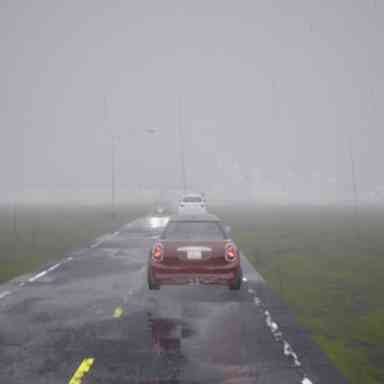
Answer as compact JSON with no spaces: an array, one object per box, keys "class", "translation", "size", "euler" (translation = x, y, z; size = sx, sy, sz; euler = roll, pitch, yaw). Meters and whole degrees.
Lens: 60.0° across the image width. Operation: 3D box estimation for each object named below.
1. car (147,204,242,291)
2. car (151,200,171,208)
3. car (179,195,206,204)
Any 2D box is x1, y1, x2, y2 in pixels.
[{"class":"car","translation":[0.056,1.370,9.229],"size":[2.097,1.767,4.553],"euler":[0,0,0]},{"class":"car","translation":[-2.932,1.559,33.152],"size":[2.128,1.511,4.902],"euler":[0,0,0]},{"class":"car","translation":[0.020,1.282,29.503],"size":[2.150,2.045,5.566],"euler":[0,0,0]}]
